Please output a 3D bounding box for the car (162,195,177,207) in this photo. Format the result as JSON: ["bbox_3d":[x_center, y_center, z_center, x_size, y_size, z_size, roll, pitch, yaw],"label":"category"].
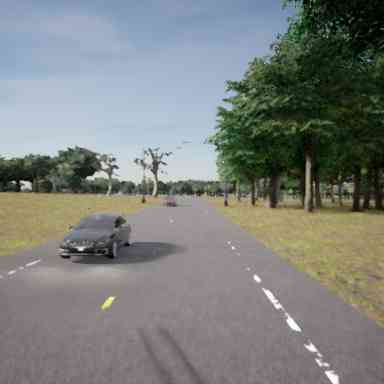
[{"bbox_3d":[-3.562,1.439,53.475,2.097,1.767,4.553,0,0,0],"label":"car"}]

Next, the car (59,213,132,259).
[{"bbox_3d":[-3.601,1.629,13.197,1.837,1.490,4.892,0,-1,0],"label":"car"}]
